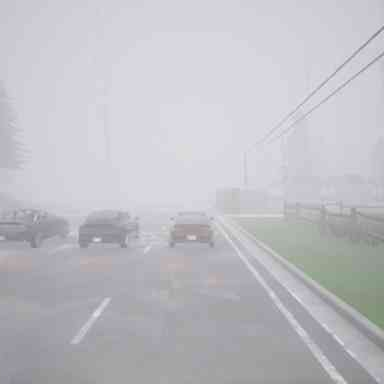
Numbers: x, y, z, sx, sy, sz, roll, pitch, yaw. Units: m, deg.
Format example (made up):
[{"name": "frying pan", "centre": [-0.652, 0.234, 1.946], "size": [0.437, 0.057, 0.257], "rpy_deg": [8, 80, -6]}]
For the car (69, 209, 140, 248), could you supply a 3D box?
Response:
[{"name": "car", "centre": [-3.500, 1.513, 14.670], "size": [1.837, 1.490, 4.892], "rpy_deg": [0, 0, 0]}]

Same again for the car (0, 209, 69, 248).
[{"name": "car", "centre": [-7.000, 1.492, 14.671], "size": [2.128, 1.511, 4.902], "rpy_deg": [0, 0, 0]}]

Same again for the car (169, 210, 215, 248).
[{"name": "car", "centre": [0.000, 1.530, 14.670], "size": [1.812, 1.442, 4.674], "rpy_deg": [0, 0, 0]}]
